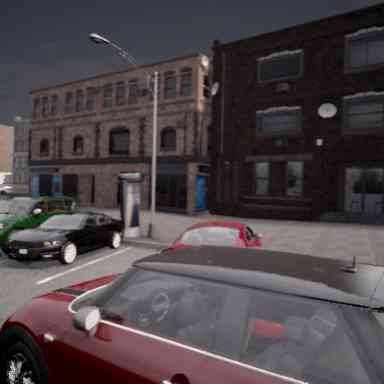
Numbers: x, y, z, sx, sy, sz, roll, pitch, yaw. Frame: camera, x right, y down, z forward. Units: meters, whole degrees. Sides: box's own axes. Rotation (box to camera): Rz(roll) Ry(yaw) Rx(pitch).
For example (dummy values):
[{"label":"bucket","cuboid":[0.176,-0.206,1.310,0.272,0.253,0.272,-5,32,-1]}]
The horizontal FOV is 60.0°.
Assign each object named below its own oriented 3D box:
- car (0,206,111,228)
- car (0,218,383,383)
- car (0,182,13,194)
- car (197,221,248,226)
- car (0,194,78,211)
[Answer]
[{"label":"car","cuboid":[-4.225,1.468,11.982,2.097,1.535,5.008,1,-1,14]},{"label":"car","cuboid":[0.048,1.349,3.299,4.553,1.767,2.097,0,0,35]},{"label":"car","cuboid":[-29.254,-0.431,50.050,5.566,2.045,2.435,1,6,6]},{"label":"car","cuboid":[0.738,1.474,8.543,2.097,1.535,5.008,0,-1,15]},{"label":"car","cuboid":[-6.731,1.213,13.644,2.435,2.045,5.566,1,-1,14]}]
